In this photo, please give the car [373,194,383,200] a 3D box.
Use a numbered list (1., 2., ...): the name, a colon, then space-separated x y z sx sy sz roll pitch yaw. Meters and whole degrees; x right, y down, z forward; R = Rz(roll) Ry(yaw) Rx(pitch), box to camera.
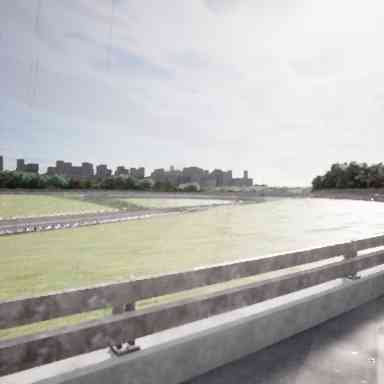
1. car: 43.186 1.216 75.356 2.033 1.411 5.357 0 0 2
